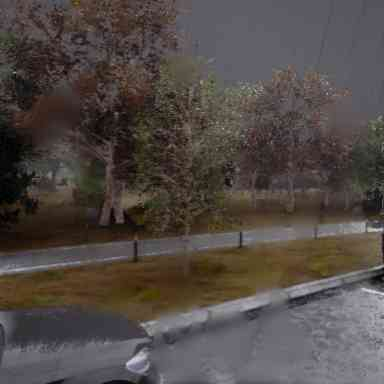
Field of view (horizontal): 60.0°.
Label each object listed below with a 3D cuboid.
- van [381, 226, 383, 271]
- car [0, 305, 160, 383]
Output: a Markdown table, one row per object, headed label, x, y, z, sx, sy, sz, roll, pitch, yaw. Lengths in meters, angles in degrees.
| label | x | y | z | sx | sy | sz | roll | pitch | yaw |
| --- | --- | --- | --- | --- | --- | --- | --- | --- | --- |
| van | 6.866 | 1.229 | 8.610 | 4.442 | 1.987 | 1.878 | -1 | 0 | -33 |
| car | -2.476 | 1.517 | 2.335 | 4.674 | 1.452 | 2.002 | -1 | 0 | -36 |
